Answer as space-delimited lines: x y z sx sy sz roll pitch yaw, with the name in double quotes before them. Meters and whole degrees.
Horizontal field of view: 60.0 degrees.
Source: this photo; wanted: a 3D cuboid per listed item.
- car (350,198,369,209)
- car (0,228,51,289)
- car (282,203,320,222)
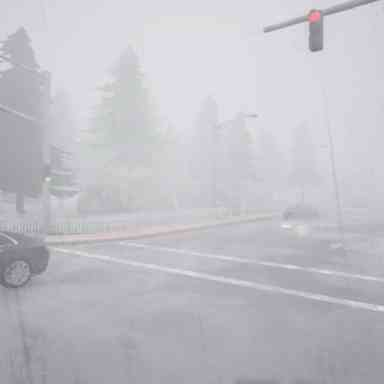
"car" 24.251 1.559 48.108 2.033 1.411 5.357 0 0 36
"car" -5.511 1.517 6.990 1.837 1.490 4.892 0 0 36
"car" 8.811 1.589 26.777 1.994 1.385 4.181 0 0 36
